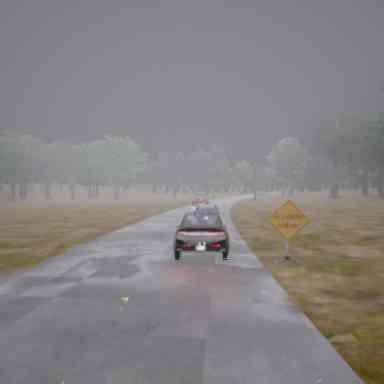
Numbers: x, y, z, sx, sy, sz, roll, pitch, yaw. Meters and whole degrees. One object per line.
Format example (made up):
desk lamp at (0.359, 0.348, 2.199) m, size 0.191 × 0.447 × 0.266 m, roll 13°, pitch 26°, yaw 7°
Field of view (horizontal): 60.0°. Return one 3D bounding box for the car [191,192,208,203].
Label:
car at (1.300, 1.096, 53.364) m, size 2.150 × 2.045 × 5.566 m, roll 0°, pitch 0°, yaw 9°

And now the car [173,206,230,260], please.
car at (0.385, 1.500, 12.584) m, size 2.128 × 1.511 × 4.902 m, roll 0°, pitch 0°, yaw 3°

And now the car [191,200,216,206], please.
car at (1.223, 1.610, 26.487) m, size 1.895 × 1.301 × 4.718 m, roll 0°, pitch 0°, yaw 5°

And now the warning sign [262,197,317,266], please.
warning sign at (2.857, 1.130, 9.928) m, size 1.300 × 1.860 × 1.060 m, roll 2°, pitch 2°, yaw 2°
